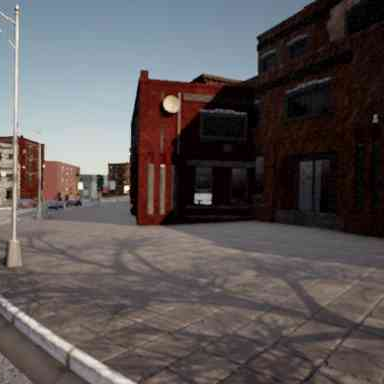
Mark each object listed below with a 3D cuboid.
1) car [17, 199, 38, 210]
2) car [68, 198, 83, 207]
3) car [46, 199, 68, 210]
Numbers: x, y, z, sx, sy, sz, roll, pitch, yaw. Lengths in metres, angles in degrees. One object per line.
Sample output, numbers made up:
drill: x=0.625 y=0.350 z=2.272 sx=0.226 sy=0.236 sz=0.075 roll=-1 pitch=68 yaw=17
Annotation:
car: x=-22.422 y=1.627 z=44.887 sx=1.994 sy=1.385 sz=4.181 roll=1 pitch=0 yaw=-6
car: x=-20.080 y=1.715 z=56.548 sx=1.812 sy=1.442 sz=4.674 roll=1 pitch=0 yaw=-6
car: x=-18.837 y=1.691 z=45.322 sx=1.994 sy=1.385 sz=4.181 roll=1 pitch=0 yaw=-6
